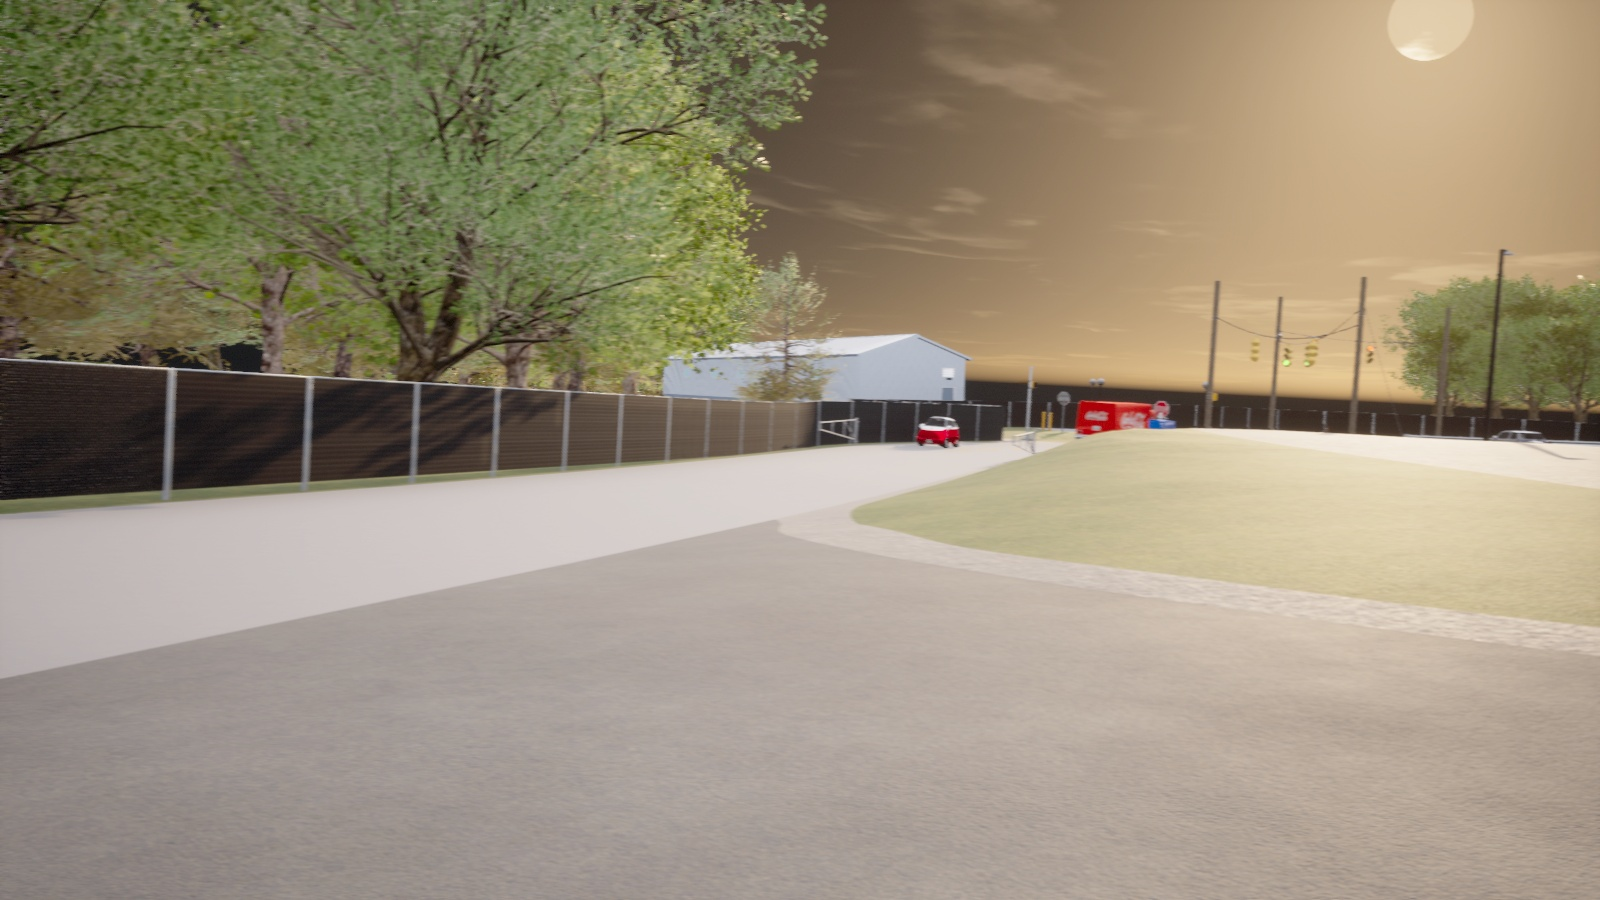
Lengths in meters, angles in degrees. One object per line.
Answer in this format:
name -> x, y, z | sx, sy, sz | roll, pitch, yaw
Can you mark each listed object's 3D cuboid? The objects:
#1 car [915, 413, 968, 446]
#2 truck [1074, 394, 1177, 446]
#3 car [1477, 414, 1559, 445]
car -> 6.366, -0.948, 56.295 | 1.481, 1.376, 2.207 | 4, 3, 32
truck -> 16.526, -1.537, 63.696 | 5.204, 2.467, 2.627 | -1, 4, -44
car -> 37.068, -1.106, 64.931 | 1.970, 1.475, 3.806 | 1, 2, -1
